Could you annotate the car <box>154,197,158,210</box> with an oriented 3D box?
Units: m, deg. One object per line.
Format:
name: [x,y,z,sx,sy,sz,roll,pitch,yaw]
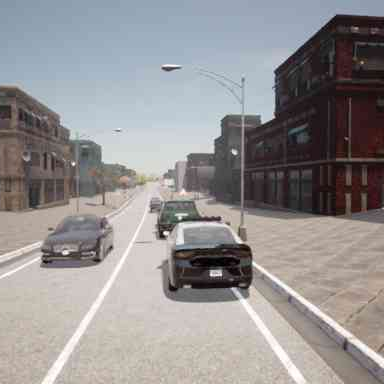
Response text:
car: [-1.544,1.620,25.256,2.150,2.045,5.566,0,-1,-7]

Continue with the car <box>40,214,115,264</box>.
car: [-4.029,1.614,12.380,1.837,1.490,4.892,0,-1,-6]

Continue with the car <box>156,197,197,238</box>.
car: [-0.848,1.465,19.287,2.150,2.045,5.566,0,-1,-7]

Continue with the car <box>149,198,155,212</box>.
car: [-4.890,1.993,46.268,1.837,1.490,4.892,0,-1,-7]

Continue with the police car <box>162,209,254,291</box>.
police car: [0.244,1.478,9.348,1.930,1.638,5.238,0,-1,-5]
